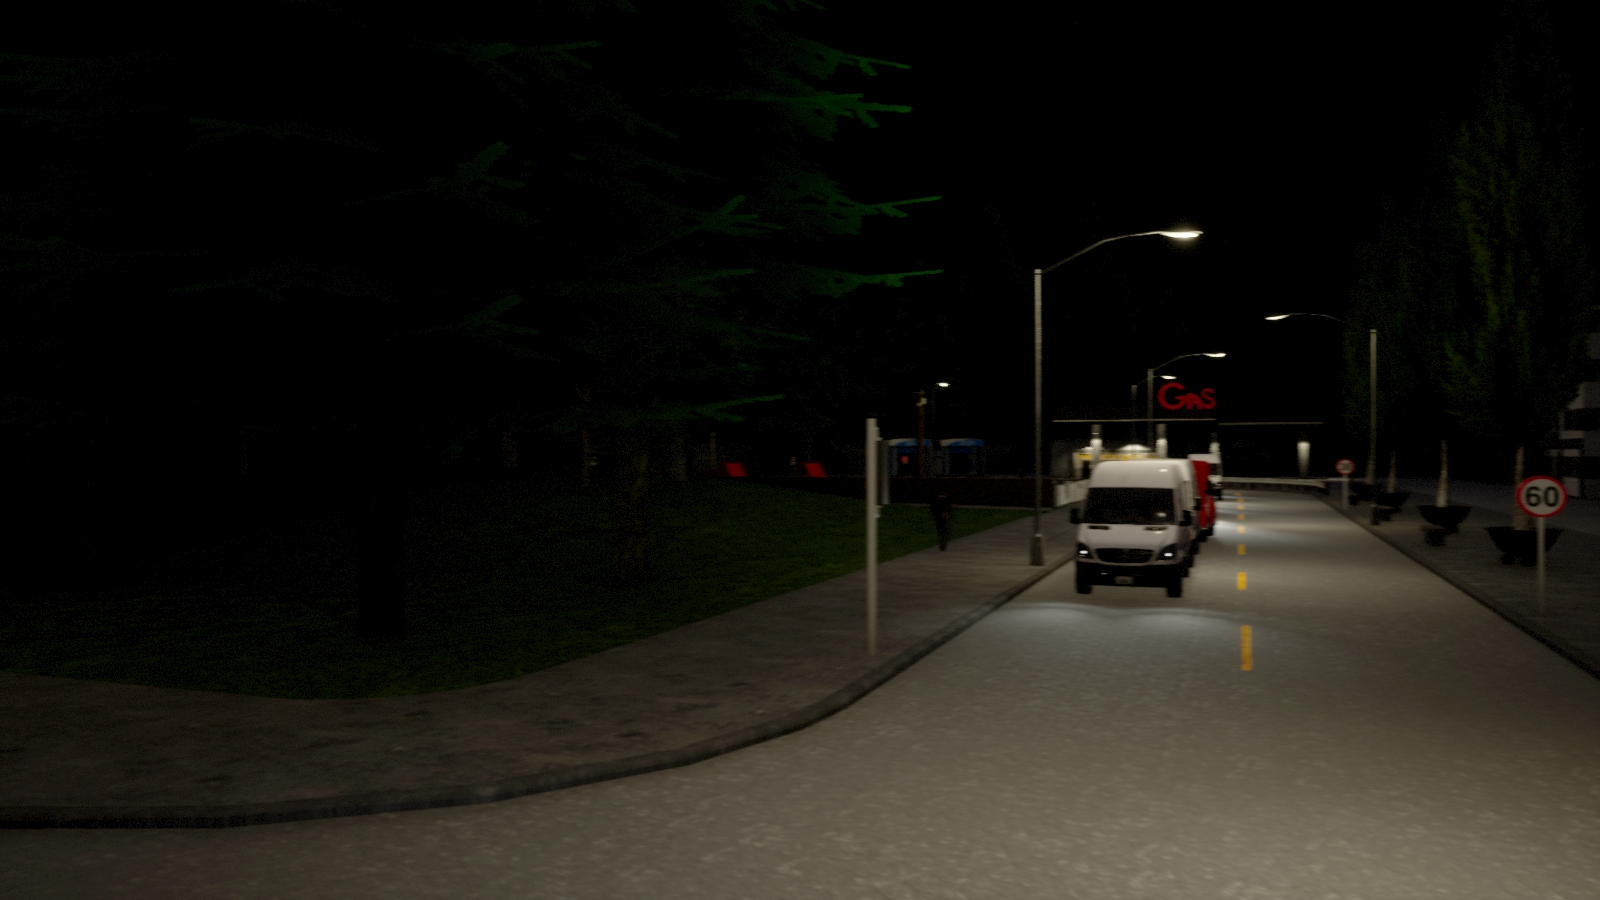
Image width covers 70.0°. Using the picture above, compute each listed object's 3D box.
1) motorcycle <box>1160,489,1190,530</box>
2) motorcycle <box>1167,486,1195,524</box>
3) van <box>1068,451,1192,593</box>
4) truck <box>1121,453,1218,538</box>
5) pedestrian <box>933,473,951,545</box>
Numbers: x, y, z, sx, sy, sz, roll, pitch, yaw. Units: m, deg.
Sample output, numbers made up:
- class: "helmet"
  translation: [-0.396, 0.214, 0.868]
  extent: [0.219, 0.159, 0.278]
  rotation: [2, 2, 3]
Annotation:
- class: "motorcycle"
  translation: [12.359, 1.946, 37.605]
  extent: [0.856, 1.236, 1.805]
  rotation: [0, 0, 21]
- class: "motorcycle"
  translation: [13.816, 1.967, 41.428]
  extent: [0.867, 1.251, 2.209]
  rotation: [0, 0, 21]
- class: "van"
  translation: [7.009, 1.307, 23.820]
  extent: [1.988, 2.561, 5.915]
  rotation: [0, 0, 21]
- class: "truck"
  translation: [11.783, 1.333, 36.170]
  extent: [2.627, 2.467, 5.204]
  rotation: [0, 0, 21]
- class: "pedestrian"
  translation: [3.722, 1.530, 29.966]
  extent: [0.375, 1.860, 0.375]
  rotation: [0, 0, 21]
